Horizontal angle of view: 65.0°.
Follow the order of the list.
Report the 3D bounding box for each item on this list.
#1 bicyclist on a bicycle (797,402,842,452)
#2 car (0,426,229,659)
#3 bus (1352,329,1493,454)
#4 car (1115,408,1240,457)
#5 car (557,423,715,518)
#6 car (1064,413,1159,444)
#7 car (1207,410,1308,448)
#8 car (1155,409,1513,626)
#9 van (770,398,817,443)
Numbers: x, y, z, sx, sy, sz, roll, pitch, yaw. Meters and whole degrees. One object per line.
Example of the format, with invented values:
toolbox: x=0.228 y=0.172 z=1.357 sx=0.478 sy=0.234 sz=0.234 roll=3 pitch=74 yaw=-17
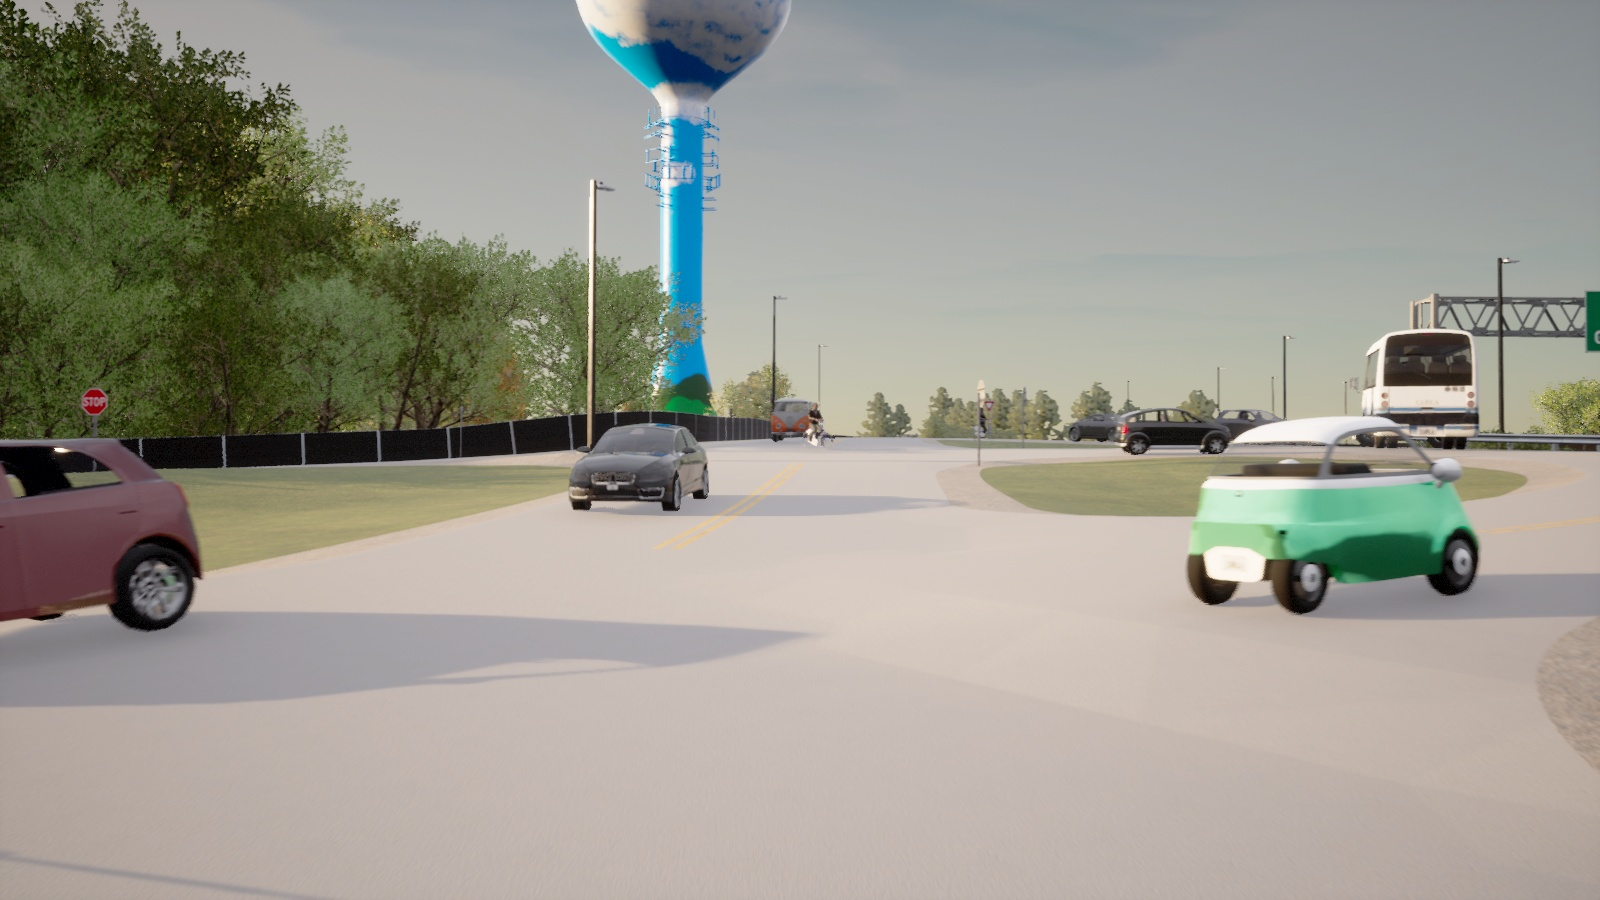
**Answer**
bicyclist on a bicycle: x=0.711 y=-0.854 z=46.219 sx=0.659 sy=1.776 sz=1.843 roll=0 pitch=2 yaw=-35
car: x=-6.246 y=0.728 z=8.723 sx=1.845 sy=1.501 sz=3.633 roll=-6 pitch=0 yaw=29
bus: x=23.592 y=-2.161 z=48.230 sx=3.944 sy=4.253 sz=10.273 roll=1 pitch=2 yaw=21
car: x=12.544 y=-0.601 z=41.891 sx=3.705 sy=1.549 sz=1.789 roll=0 pitch=2 yaw=5
car: x=-2.898 y=0.286 z=23.364 sx=1.837 sy=1.490 sz=4.892 roll=0 pitch=2 yaw=6
car: x=14.630 y=-0.999 z=59.207 sx=1.994 sy=1.385 sz=4.181 roll=1 pitch=1 yaw=-29
car: x=18.713 y=-0.876 z=51.504 sx=1.845 sy=1.501 sz=3.633 roll=1 pitch=1 yaw=-26
car: x=4.048 y=0.435 z=9.519 sx=2.207 sy=1.376 sz=1.481 roll=-3 pitch=1 yaw=-34
van: x=-0.259 y=-1.365 z=57.722 sx=1.775 sy=1.987 sz=4.442 roll=0 pitch=2 yaw=4
